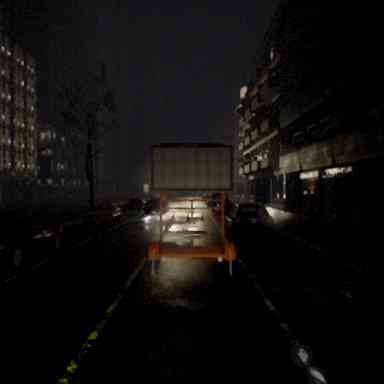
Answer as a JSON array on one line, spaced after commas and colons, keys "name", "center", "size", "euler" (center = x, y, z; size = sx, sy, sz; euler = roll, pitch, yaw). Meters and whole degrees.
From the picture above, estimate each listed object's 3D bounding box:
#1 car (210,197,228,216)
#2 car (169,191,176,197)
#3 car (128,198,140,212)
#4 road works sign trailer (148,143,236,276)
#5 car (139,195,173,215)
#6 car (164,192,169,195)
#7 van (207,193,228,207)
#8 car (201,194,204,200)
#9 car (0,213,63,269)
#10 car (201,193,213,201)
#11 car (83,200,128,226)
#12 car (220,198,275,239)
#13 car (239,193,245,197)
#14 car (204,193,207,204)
[{"name": "car", "center": [2.690, 1.301, 27.329], "size": [1.802, 1.307, 4.206], "euler": [0, 1, 0]}, {"name": "car", "center": [-5.687, 0.424, 92.909], "size": [2.192, 1.841, 5.009], "euler": [0, 0, 0]}, {"name": "car", "center": [-5.690, 1.246, 32.863], "size": [1.802, 1.307, 4.206], "euler": [0, 1, 0]}, {"name": "road works sign trailer", "center": [-0.001, 0.359, 9.922], "size": [2.380, 3.560, 2.880], "euler": [0, 1, 0]}, {"name": "car", "center": [-3.098, 1.241, 29.836], "size": [2.033, 1.411, 5.357], "euler": [0, 1, 0]}, {"name": "car", "center": [-5.688, 0.942, 60.524], "size": [1.887, 1.381, 4.507], "euler": [0, 1, 0]}, {"name": "van", "center": [2.691, 1.005, 32.859], "size": [1.690, 1.788, 3.998], "euler": [0, 1, 0]}, {"name": "car", "center": [2.692, 1.053, 49.458], "size": [2.008, 1.369, 4.403], "euler": [0, 1, 0]}, {"name": "car", "center": [-5.691, 1.431, 10.732], "size": [1.887, 1.381, 4.507], "euler": [0, 1, 0]}, {"name": "car", "center": [2.692, 0.948, 60.523], "size": [2.008, 1.369, 4.403], "euler": [0, 1, 0]}, {"name": "car", "center": [-5.690, 1.301, 21.627], "size": [1.752, 1.417, 4.829], "euler": [0, 1, 0]}, {"name": "car", "center": [2.690, 1.270, 16.262], "size": [1.967, 1.590, 4.097], "euler": [0, 1, 0]}, {"name": "car", "center": [13.430, 0.562, 79.926], "size": [4.403, 1.369, 2.008], "euler": [-1, 1, -1]}, {"name": "car", "center": [2.691, 1.050, 38.392], "size": [1.967, 1.590, 4.097], "euler": [0, 1, 0]}]
